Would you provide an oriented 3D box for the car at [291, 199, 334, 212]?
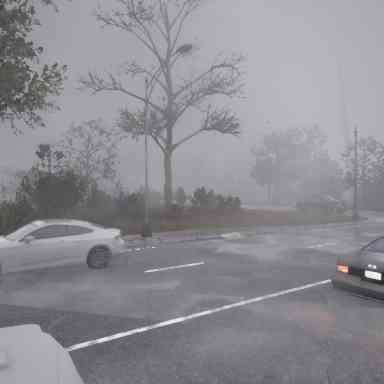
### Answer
[{"bbox_3d":[14.477,1.608,40.250,1.895,1.301,4.718,0,0,-29],"label":"car"}]

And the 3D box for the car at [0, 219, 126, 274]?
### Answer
[{"bbox_3d":[-4.225,1.525,9.559,4.674,1.442,1.812,0,0,-35],"label":"car"}]

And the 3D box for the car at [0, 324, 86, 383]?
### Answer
[{"bbox_3d":[-2.907,1.601,1.635,4.718,1.301,1.895,0,0,-36],"label":"car"}]

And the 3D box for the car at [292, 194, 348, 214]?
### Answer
[{"bbox_3d":[13.450,1.223,34.822,2.150,2.045,5.566,0,0,-28],"label":"car"}]

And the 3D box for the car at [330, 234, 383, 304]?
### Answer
[{"bbox_3d":[5.337,1.547,7.427,5.357,1.411,2.033,0,0,-34],"label":"car"}]
